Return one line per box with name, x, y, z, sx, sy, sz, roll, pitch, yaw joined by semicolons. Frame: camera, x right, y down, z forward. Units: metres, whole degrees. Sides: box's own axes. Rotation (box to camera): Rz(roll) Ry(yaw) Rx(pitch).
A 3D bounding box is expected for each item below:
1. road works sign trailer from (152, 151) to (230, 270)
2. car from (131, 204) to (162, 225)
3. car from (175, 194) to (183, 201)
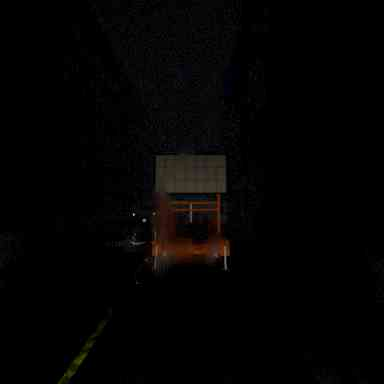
road works sign trailer;-0.034;0.463;10.987;2.380;3.560;2.880;0;0;0
car;-3.181;1.597;24.404;1.895;1.301;4.718;0;0;0
car;-3.290;1.293;84.691;2.097;1.767;4.553;0;0;0
